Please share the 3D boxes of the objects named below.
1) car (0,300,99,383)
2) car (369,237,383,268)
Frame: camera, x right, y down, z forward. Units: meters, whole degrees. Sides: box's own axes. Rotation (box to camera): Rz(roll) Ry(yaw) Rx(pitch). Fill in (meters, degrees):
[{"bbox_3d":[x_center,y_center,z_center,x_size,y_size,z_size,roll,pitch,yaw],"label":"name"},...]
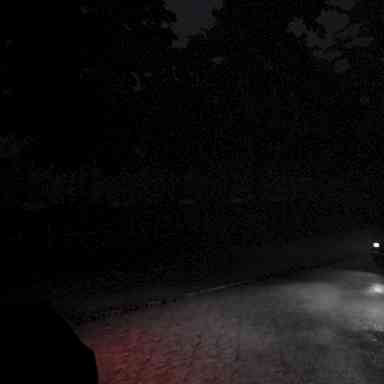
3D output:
[{"bbox_3d":[-3.238,1.613,2.292,4.718,1.301,1.895,-1,0,-35],"label":"car"},{"bbox_3d":[7.180,1.508,9.701,4.718,1.301,1.895,-1,0,-35],"label":"car"}]
